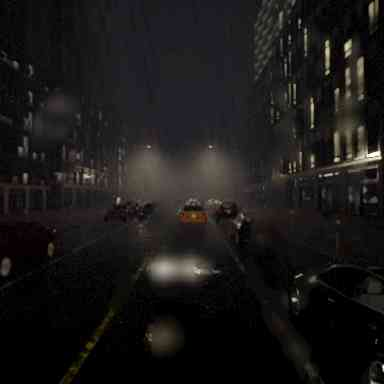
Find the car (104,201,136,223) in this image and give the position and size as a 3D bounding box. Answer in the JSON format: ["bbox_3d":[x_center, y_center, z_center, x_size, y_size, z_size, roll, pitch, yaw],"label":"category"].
[{"bbox_3d":[-5.679,1.629,26.324,1.802,1.307,4.206,1,0,0],"label":"car"}]

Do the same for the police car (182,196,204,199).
[{"bbox_3d":[0.105,1.567,41.980,2.038,1.542,4.974,0,0,0],"label":"police car"}]

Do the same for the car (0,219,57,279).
[{"bbox_3d":[-5.680,1.566,10.144,1.887,1.381,4.507,1,0,0],"label":"car"}]

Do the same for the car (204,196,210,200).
[{"bbox_3d":[2.705,1.614,43.022,2.008,1.369,4.403,1,0,0],"label":"car"}]

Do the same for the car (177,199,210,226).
[{"bbox_3d":[0.104,1.499,23.659,1.801,1.575,5.366,0,0,0],"label":"car"}]

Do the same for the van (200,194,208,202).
[{"bbox_3d":[2.712,1.422,76.485,1.690,1.788,3.998,1,0,0],"label":"van"}]

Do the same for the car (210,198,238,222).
[{"bbox_3d":[2.704,1.486,26.292,1.967,1.590,4.097,1,0,0],"label":"car"}]

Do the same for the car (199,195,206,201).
[{"bbox_3d":[2.711,1.624,87.638,1.887,1.381,4.507,1,0,0],"label":"car"}]

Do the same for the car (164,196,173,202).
[{"bbox_3d":[-5.670,1.647,82.068,1.947,1.339,4.313,1,0,0],"label":"car"}]

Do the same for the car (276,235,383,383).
[{"bbox_3d":[2.699,1.576,4.438,1.947,1.339,4.313,1,0,0],"label":"car"}]

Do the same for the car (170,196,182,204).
[{"bbox_3d":[-2.994,1.583,67.916,1.837,1.490,4.892,0,0,0],"label":"car"}]

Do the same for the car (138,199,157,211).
[{"bbox_3d":[-5.676,1.629,43.046,1.947,1.339,4.313,1,0,0],"label":"car"}]

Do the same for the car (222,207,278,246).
[{"bbox_3d":[2.701,1.581,15.136,2.008,1.369,4.403,1,0,0],"label":"car"}]

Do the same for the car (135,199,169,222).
[{"bbox_3d":[-3.096,1.572,26.634,1.812,1.442,4.674,0,0,0],"label":"car"}]

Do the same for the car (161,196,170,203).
[{"bbox_3d":[-5.670,1.520,70.919,1.967,1.590,4.097,1,0,0],"label":"car"}]
